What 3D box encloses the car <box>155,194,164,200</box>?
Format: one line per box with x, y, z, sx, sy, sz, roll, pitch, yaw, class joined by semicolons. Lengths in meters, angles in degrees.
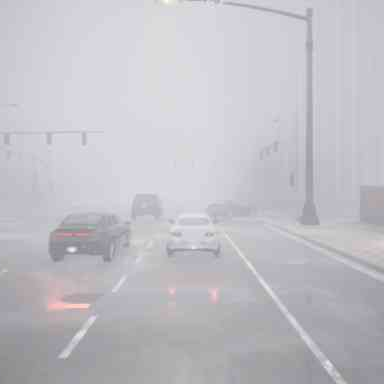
-8.285;1.250;84.736;1.837;1.490;4.892;0;0;-1;car

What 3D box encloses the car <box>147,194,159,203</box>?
-8.024;1.311;68.331;1.882;1.535;5.008;0;0;-1;car

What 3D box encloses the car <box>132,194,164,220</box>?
-3.629;1.156;27.674;2.150;2.045;5.566;0;0;-1;car

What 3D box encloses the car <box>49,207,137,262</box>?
-3.445;1.470;12.020;1.837;1.490;4.892;0;-1;0;car

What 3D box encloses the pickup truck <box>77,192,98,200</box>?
-24.796;0.870;77.670;2.390;2.098;6.274;0;0;30;pickup truck

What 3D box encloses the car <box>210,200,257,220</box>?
3.424;1.424;27.618;4.902;1.511;2.128;0;0;-44;car

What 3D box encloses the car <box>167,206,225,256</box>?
0.059;1.494;12.800;1.812;1.442;4.674;0;0;0;car
